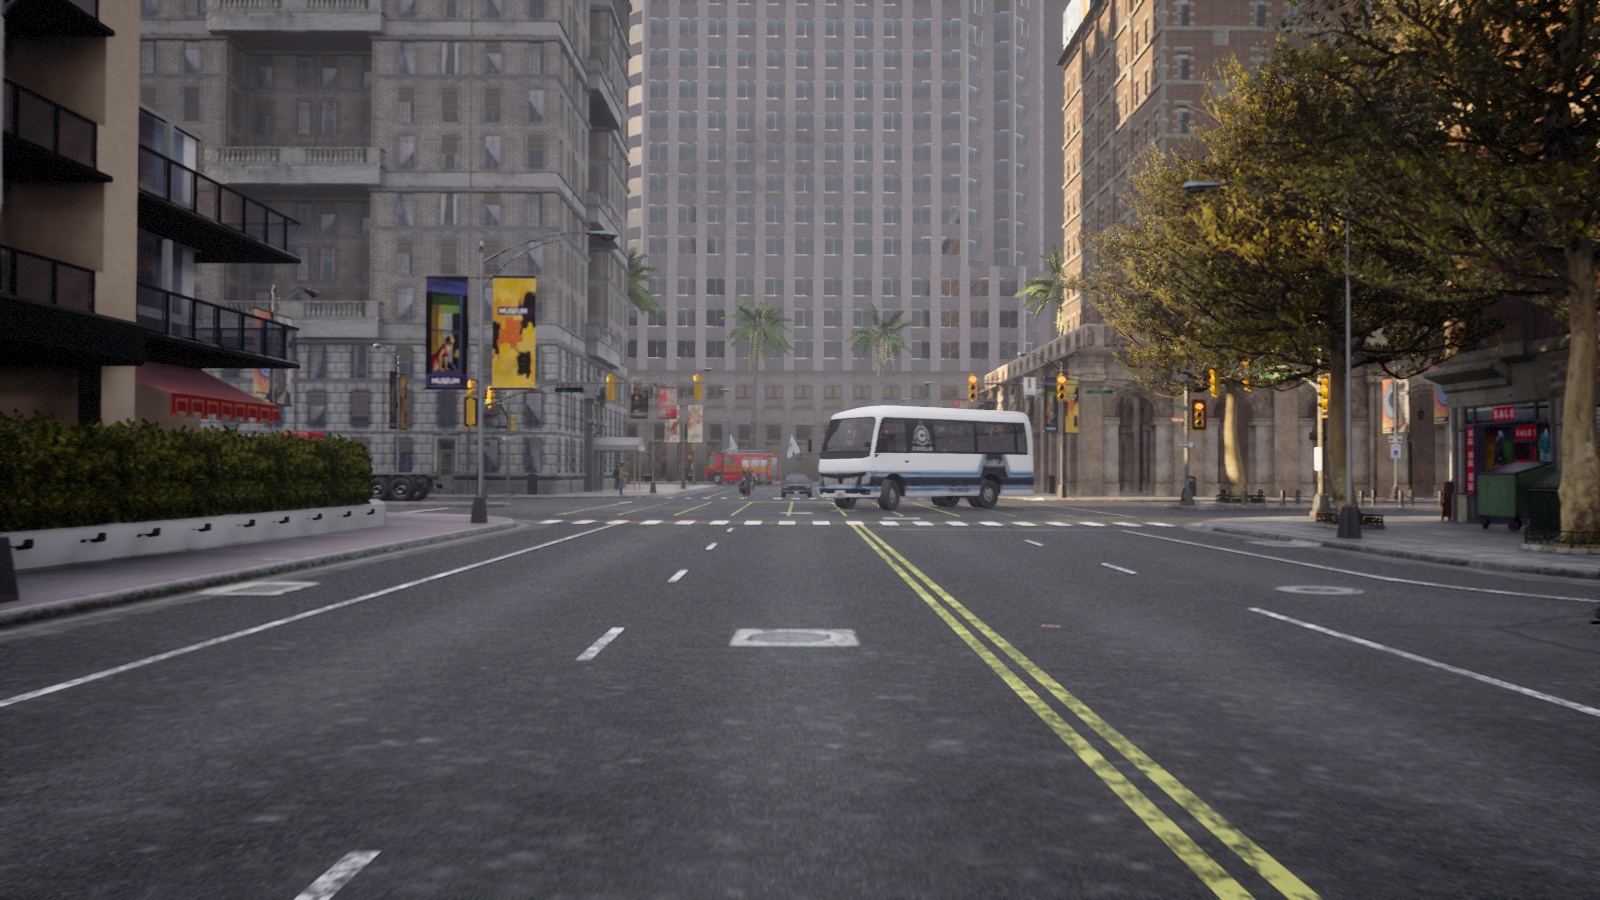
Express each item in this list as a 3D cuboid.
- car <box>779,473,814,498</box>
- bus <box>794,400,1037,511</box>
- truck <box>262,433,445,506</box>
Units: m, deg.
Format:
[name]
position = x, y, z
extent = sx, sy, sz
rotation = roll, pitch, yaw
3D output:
[car]
position = -0.186, 2.127, 75.535
extent = 2.033, 1.411, 5.357
rotation = 0, -1, 0
[bus]
position = 4.998, 0.301, 52.730
extent = 10.273, 4.253, 3.944
rotation = 1, -2, -39
[truck]
position = -21.794, 0.950, 61.541
extent = 7.936, 3.462, 2.891
rotation = 0, -1, 0
